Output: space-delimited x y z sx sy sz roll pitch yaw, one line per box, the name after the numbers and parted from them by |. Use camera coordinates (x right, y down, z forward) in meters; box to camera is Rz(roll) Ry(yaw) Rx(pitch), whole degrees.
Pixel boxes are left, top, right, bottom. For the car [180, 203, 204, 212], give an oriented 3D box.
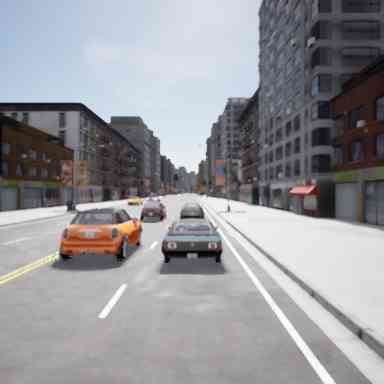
0.035 1.616 27.929 1.994 1.385 4.181 0 0 1 | car

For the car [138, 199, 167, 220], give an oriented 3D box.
-3.213 1.577 28.418 1.812 1.442 4.674 0 0 0 | car

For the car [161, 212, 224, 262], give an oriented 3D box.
0.030 1.622 12.113 1.895 1.301 4.718 0 0 1 | car

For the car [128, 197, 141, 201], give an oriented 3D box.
-9.828 1.595 57.065 1.882 1.535 5.008 0 0 0 | car

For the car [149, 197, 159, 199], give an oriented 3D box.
-6.584 1.609 57.101 2.128 1.511 4.902 0 0 0 | car

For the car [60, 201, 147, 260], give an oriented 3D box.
-3.213 1.374 12.638 2.097 1.767 4.553 0 0 1 | car
